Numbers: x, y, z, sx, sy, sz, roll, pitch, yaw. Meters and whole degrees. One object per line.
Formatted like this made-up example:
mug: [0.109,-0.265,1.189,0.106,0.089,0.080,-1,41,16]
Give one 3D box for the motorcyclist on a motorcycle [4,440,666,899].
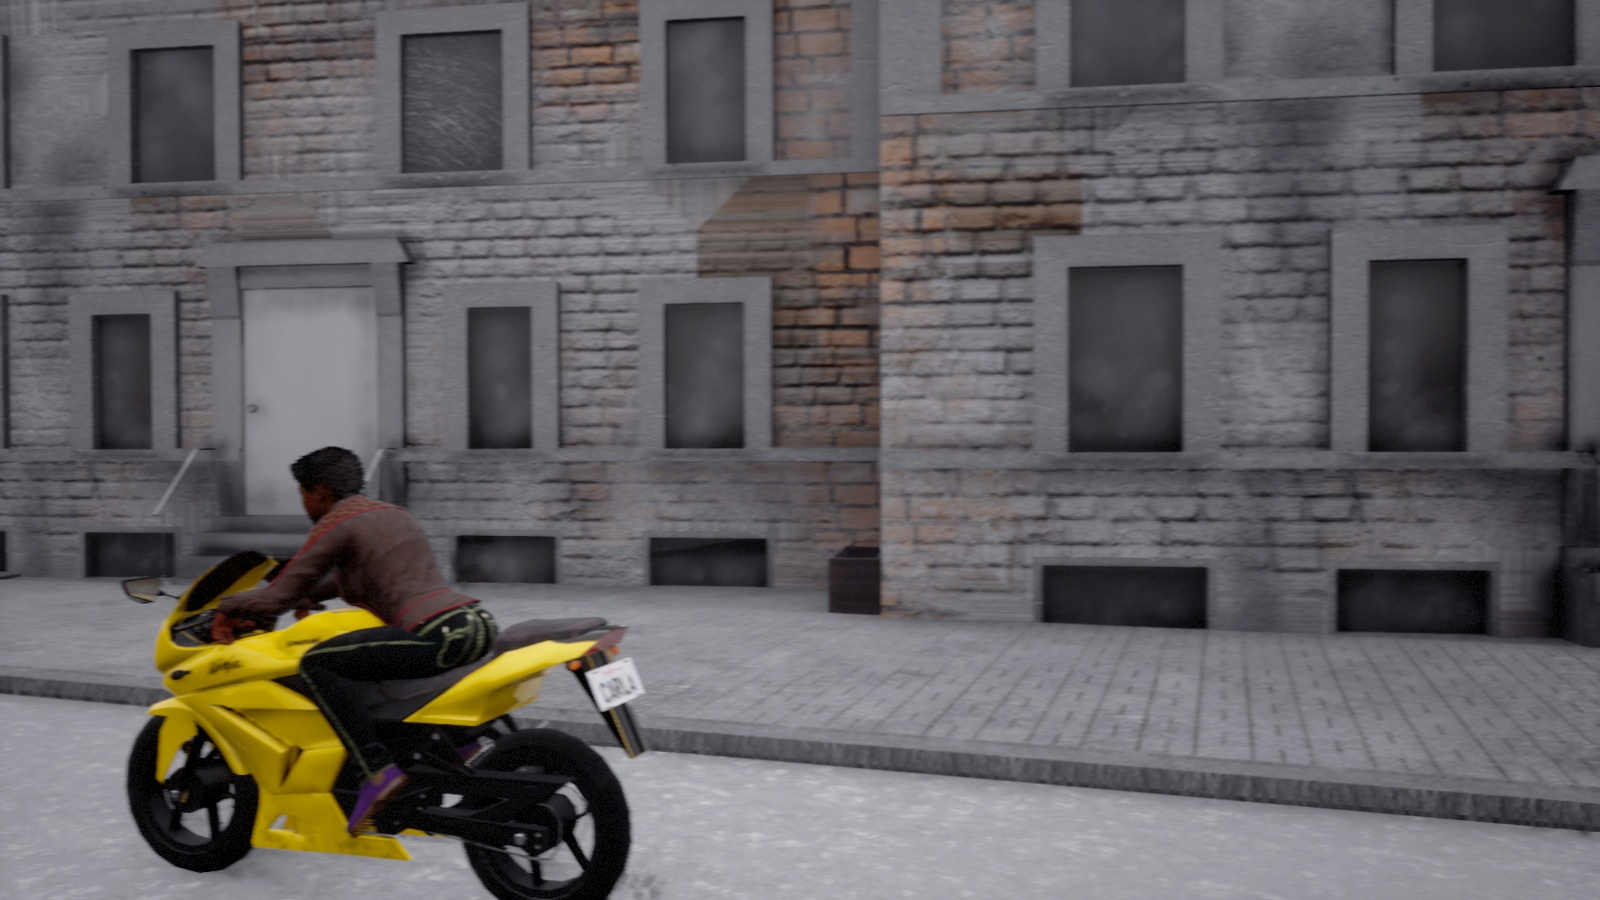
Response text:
motorcyclist on a motorcycle: [-1.554,0.735,4.238,2.044,1.523,0.797,1,1,19]
